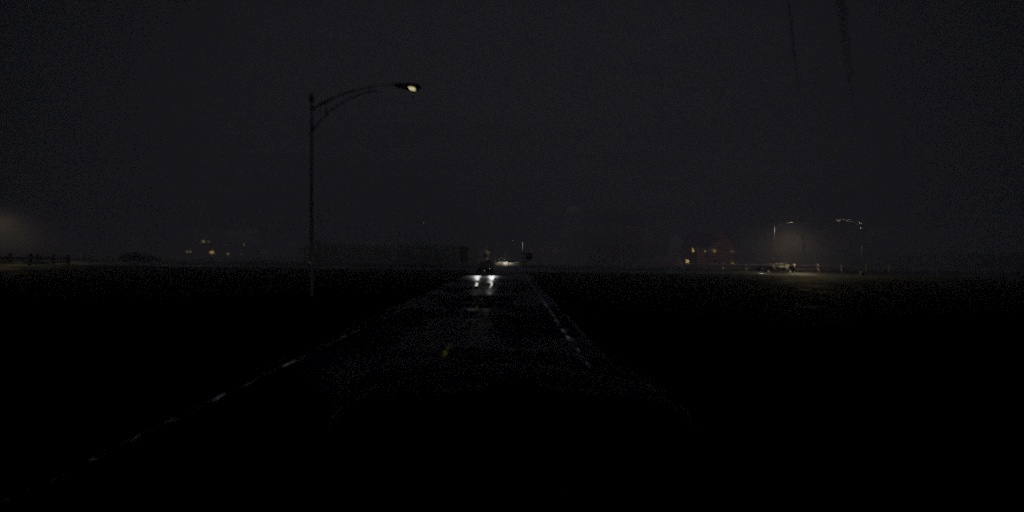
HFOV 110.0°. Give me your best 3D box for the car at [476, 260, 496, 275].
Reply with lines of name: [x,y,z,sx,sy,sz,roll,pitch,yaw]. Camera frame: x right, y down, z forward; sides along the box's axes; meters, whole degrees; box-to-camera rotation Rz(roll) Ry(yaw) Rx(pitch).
car: [-2.767,1.234,38.650,1.837,1.490,4.892,0,0,0]
